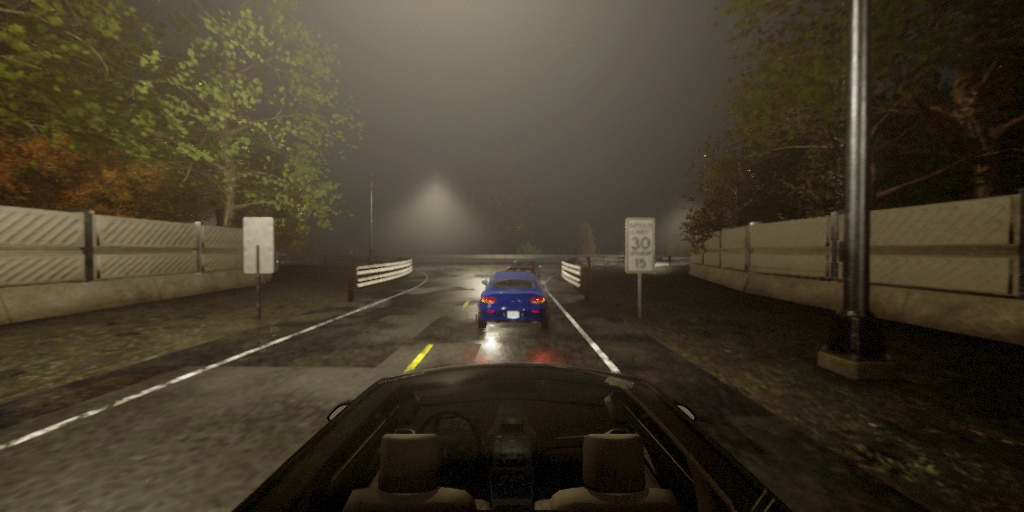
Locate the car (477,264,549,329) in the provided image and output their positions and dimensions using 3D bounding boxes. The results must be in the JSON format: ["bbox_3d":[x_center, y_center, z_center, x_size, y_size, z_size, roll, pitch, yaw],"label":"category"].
[{"bbox_3d":[0.048,1.151,10.579,1.812,1.442,4.674,0,1,1],"label":"car"}]

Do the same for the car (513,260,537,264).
[{"bbox_3d":[0.924,0.967,25.259,2.033,1.411,5.357,0,1,11],"label":"car"}]
